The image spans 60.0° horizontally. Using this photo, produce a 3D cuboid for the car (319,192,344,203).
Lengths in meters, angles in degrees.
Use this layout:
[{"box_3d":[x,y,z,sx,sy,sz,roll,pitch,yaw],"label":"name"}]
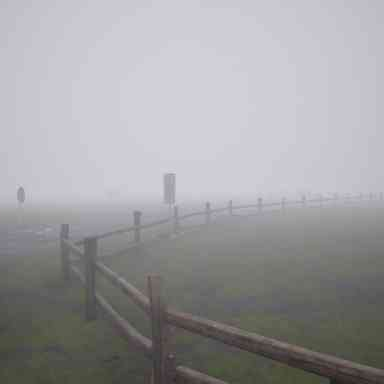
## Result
[{"box_3d":[19.560,0.675,46.614,5.008,1.535,1.882,-1,1,-43],"label":"car"}]
